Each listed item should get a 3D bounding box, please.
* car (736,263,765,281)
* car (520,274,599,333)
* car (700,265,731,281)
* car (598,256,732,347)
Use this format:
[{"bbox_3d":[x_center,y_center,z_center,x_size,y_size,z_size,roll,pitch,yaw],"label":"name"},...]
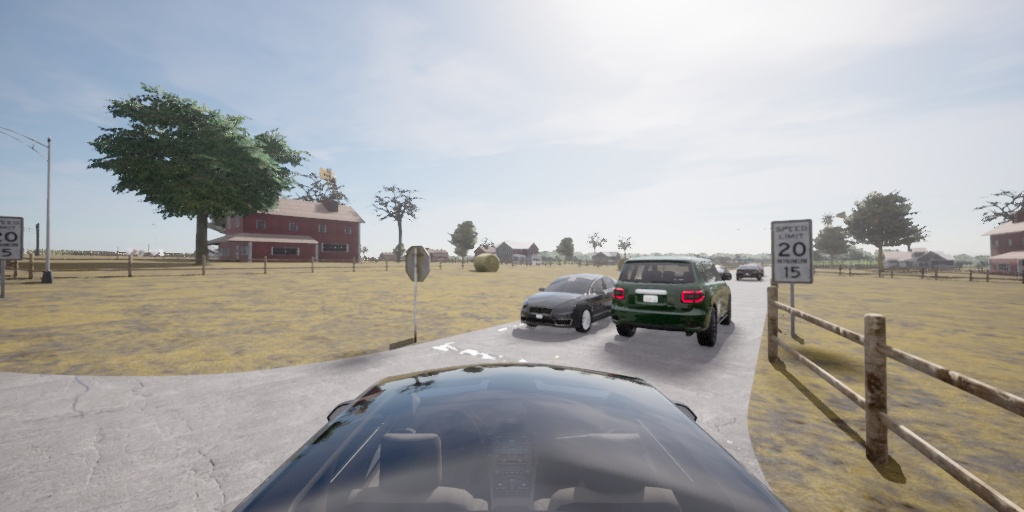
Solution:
[{"bbox_3d":[23.035,1.550,34.814,1.882,1.535,5.008,-1,-1,37],"label":"car"},{"bbox_3d":[2.154,1.360,11.409,1.837,1.490,4.892,-1,-1,36],"label":"car"},{"bbox_3d":[20.942,1.662,36.764,2.033,1.411,5.357,-1,-1,37],"label":"car"},{"bbox_3d":[4.593,1.039,9.920,2.150,2.045,5.566,-1,-1,36],"label":"car"}]
